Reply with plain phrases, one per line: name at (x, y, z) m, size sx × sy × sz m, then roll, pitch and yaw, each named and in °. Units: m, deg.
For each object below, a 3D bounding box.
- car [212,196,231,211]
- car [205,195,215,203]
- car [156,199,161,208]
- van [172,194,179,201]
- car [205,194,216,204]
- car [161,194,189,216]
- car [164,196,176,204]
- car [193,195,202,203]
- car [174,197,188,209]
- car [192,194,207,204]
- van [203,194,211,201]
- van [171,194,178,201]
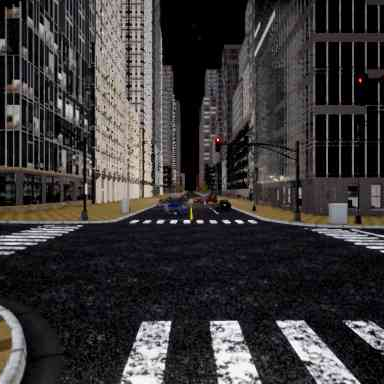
car at (3.892, 1.579, 41.791) m, size 1.947 × 1.339 × 4.313 m, roll 0°, pitch 0°, yaw 0°
car at (3.704, 1.431, 69.428) m, size 1.967 × 1.590 × 4.097 m, roll 0°, pitch 0°, yaw 0°
car at (-4.065, 1.592, 47.278) m, size 1.802 × 1.307 × 4.206 m, roll 0°, pitch 0°, yaw 0°
van at (-4.260, 1.314, 85.971) m, size 1.690 × 1.788 × 3.998 m, roll 0°, pitch 0°, yaw 0°
car at (3.732, 1.312, 63.900) m, size 2.192 × 1.841 × 5.009 m, roll 0°, pitch 0°, yaw 0°
car at (-1.528, 1.370, 32.351) m, size 2.097 × 1.767 × 4.553 m, roll 0°, pitch 0°, yaw 0°
car at (-4.149, 1.563, 63.860) m, size 1.947 × 1.339 × 4.313 m, roll 0°, pitch 0°, yaw 0°
car at (1.132, 1.488, 73.243) m, size 1.837 × 1.490 × 4.892 m, roll 0°, pitch 0°, yaw 0°
car at (-1.599, 1.487, 48.182) m, size 1.882 × 1.535 × 5.008 m, roll 0°, pitch 0°, yaw 0°
car at (1.262, 1.599, 63.075) m, size 1.895 × 1.301 × 4.718 m, roll 0°, pitch 0°, yaw 0°
van at (3.648, 1.320, 80.483) m, size 1.690 × 1.788 × 3.998 m, roll 0°, pitch 0°, yaw 0°
van at (-4.232, 1.320, 80.443) m, size 1.690 × 1.788 × 3.998 m, roll 0°, pitch 0°, yaw 0°
